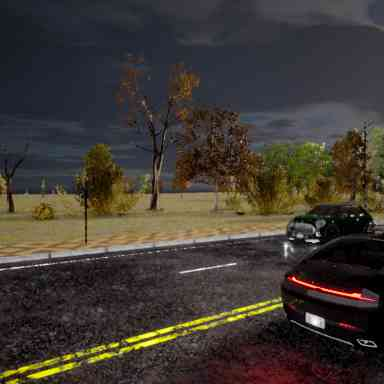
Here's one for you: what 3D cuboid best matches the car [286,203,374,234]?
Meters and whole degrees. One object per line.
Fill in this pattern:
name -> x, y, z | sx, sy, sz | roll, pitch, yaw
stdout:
car -> 6.637, 1.348, 15.905 | 4.553, 1.767, 2.097 | 0, 0, -33

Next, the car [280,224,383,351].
car -> 3.678, 1.504, 5.907 | 4.892, 1.490, 1.837 | 0, 0, -34
